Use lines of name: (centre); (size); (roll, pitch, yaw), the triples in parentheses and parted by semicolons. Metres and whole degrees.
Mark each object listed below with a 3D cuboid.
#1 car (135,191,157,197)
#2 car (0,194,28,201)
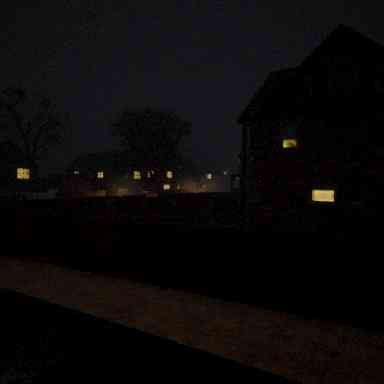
car: (-6.115, 0.685, 42.542); (1.882, 1.535, 5.008); (1, 2, 37)
car: (-16.405, 0.965, 28.627); (2.097, 1.767, 4.553); (1, 2, 36)
